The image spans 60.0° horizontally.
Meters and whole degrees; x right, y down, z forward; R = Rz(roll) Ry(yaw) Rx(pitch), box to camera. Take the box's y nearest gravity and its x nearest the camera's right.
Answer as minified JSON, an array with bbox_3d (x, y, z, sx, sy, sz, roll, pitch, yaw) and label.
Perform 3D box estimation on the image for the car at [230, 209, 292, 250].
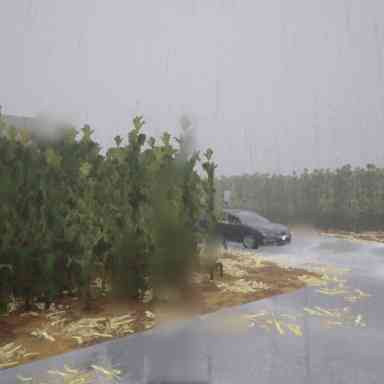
[{"bbox_3d":[2.131,1.554,14.870,1.837,1.490,4.892,0,0,-36],"label":"car"}]
